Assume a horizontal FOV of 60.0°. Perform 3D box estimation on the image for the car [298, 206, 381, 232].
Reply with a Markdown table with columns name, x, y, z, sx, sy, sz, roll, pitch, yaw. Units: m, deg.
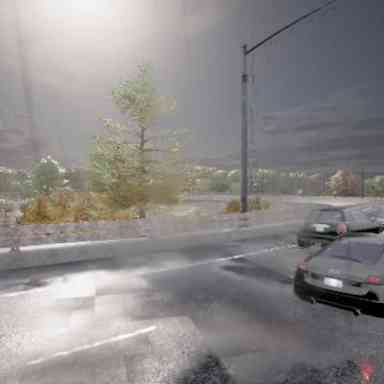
| name | x | y | z | sx | sy | sz | roll | pitch | yaw |
| --- | --- | --- | --- | --- | --- | --- | --- | --- | --- |
| car | 6.367 | 1.419 | 13.907 | 4.553 | 1.767 | 2.097 | 0 | 0 | -42 |

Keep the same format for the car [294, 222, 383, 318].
| name | x | y | z | sx | sy | sz | roll | pitch | yaw |
| --- | --- | --- | --- | --- | --- | --- | --- | --- | --- |
| car | 4.069 | 1.598 | 7.266 | 4.181 | 1.385 | 1.994 | 0 | 0 | -40 |
